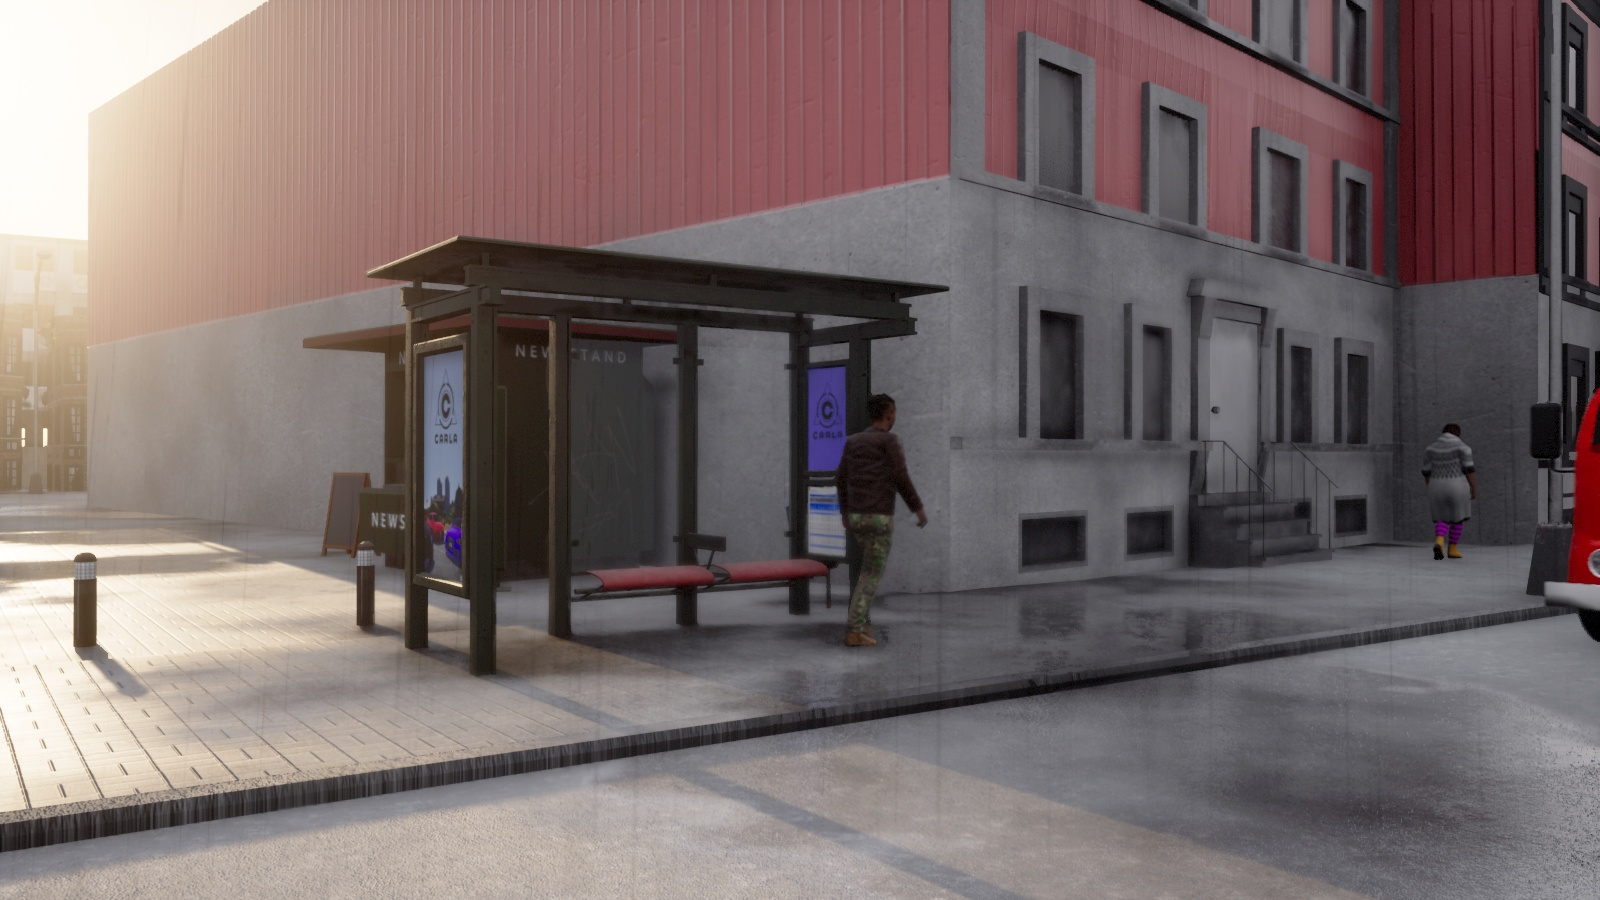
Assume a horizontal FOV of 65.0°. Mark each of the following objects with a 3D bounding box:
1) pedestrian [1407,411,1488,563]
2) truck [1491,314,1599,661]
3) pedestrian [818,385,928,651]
[{"bbox_3d":[8.561,0.477,16.608,0.873,1.952,0.659,0,0,-39],"label":"pedestrian"},{"bbox_3d":[8.138,0.265,9.941,5.204,2.467,2.627,0,0,-35],"label":"truck"},{"bbox_3d":[0.533,0.474,9.089,0.703,1.840,0.431,0,0,-44],"label":"pedestrian"}]
